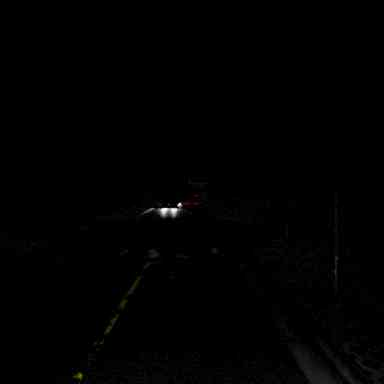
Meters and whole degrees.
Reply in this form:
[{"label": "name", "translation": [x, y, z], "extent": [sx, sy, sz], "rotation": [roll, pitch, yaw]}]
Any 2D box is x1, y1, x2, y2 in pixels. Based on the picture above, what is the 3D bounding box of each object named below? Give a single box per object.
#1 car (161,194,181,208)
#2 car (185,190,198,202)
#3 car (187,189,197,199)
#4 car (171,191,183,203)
[{"label": "car", "translation": [-2.845, 1.337, 42.607], "extent": [1.994, 1.385, 4.181], "rotation": [0, 1, 0]}, {"label": "car", "translation": [-0.016, 0.775, 61.741], "extent": [2.150, 2.045, 5.566], "rotation": [0, 1, 0]}, {"label": "car", "translation": [-0.019, 0.470, 72.159], "extent": [2.150, 2.045, 5.566], "rotation": [0, 1, 0]}, {"label": "car", "translation": [-2.809, 0.811, 58.565], "extent": [2.150, 2.045, 5.566], "rotation": [0, 1, 1]}]
